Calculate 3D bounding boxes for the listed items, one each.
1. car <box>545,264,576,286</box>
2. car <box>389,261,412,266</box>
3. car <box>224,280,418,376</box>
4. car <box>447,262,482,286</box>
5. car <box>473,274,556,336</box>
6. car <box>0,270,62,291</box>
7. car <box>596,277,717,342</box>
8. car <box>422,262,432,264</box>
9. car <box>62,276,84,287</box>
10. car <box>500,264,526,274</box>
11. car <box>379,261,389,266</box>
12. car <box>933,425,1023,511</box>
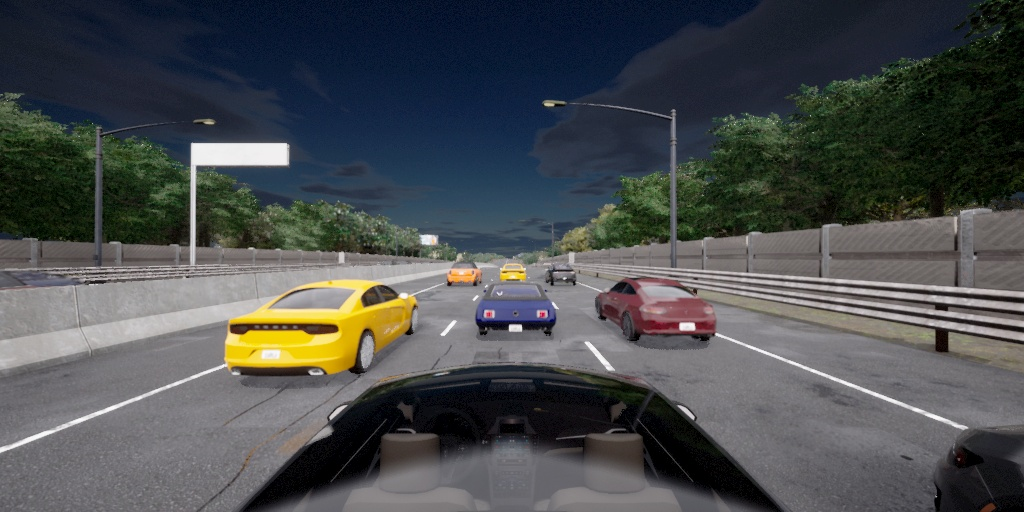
[{"bbox_3d":[3.579,1.362,26.923,2.128,1.511,4.902,0,0,0],"label":"car"},{"bbox_3d":[-17.595,1.536,57.692,2.097,1.767,4.553,0,-1,0],"label":"car"},{"bbox_3d":[-3.407,1.234,7.537,1.882,1.535,5.008,0,0,0],"label":"car"},{"bbox_3d":[-3.428,1.219,26.657,2.097,1.767,4.553,0,-1,1],"label":"car"},{"bbox_3d":[0.094,1.365,10.421,1.895,1.301,4.718,0,0,0],"label":"car"},{"bbox_3d":[-14.106,1.109,8.078,2.097,1.767,4.553,0,0,0],"label":"car"},{"bbox_3d":[3.592,1.287,9.651,1.812,1.442,4.674,0,0,0],"label":"car"},{"bbox_3d":[-14.088,1.705,58.671,1.837,1.490,4.892,0,-1,1],"label":"car"},{"bbox_3d":[-21.114,1.347,15.171,1.994,1.385,4.181,0,0,0],"label":"car"},{"bbox_3d":[0.073,1.359,28.128,1.882,1.535,5.008,0,0,0],"label":"car"},{"bbox_3d":[-21.062,1.596,61.114,2.097,1.767,4.553,0,-1,0],"label":"car"},{"bbox_3d":[3.602,1.255,0.203,1.837,1.490,4.892,0,0,0],"label":"car"}]
